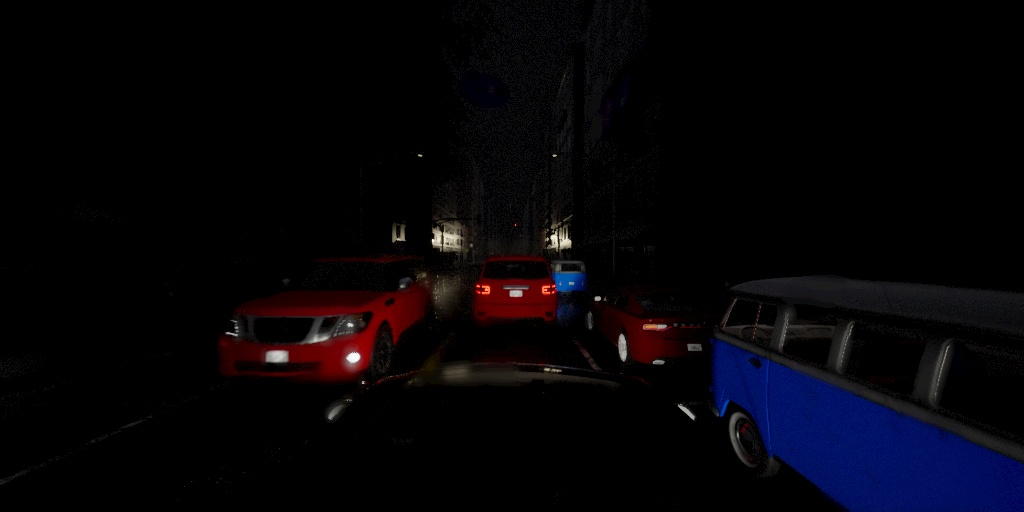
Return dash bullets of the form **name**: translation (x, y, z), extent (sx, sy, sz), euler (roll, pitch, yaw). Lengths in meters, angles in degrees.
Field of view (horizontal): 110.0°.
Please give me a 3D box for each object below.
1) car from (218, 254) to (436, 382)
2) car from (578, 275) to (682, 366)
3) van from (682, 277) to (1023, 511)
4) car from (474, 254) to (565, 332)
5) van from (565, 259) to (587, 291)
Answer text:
- **car**: translation (-3.094, 0.971, 7.491), extent (2.150, 2.045, 5.566), euler (0, 0, 0)
- **car**: translation (2.863, 1.294, 7.840), extent (1.888, 1.381, 4.507), euler (0, 0, 0)
- **van**: translation (2.856, 1.091, 2.179), extent (1.690, 1.789, 3.998), euler (0, 0, 0)
- **car**: translation (0.111, 0.970, 11.061), extent (2.150, 2.045, 5.566), euler (0, 0, 0)
- **van**: translation (2.876, 1.086, 19.161), extent (1.690, 1.789, 3.998), euler (0, 0, 0)
